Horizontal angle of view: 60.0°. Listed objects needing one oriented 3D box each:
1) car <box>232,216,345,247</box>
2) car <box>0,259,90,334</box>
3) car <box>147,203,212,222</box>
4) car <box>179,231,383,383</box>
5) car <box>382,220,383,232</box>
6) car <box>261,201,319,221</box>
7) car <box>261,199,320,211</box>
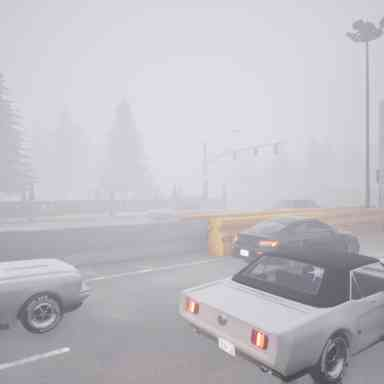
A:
[{"bbox_3d":[3.306,1.473,10.364,4.674,1.442,1.812,-1,0,-35],"label":"car"},{"bbox_3d":[-4.115,1.601,5.110,4.718,1.301,1.895,0,0,-35],"label":"car"},{"bbox_3d":[-0.907,1.512,24.734,4.718,1.301,1.895,0,0,-35],"label":"car"},{"bbox_3d":[2.237,1.576,5.323,4.718,1.301,1.895,-1,0,-35],"label":"car"},{"bbox_3d":[10.695,1.406,15.604,4.674,1.442,1.812,-1,0,-36],"label":"car"},{"bbox_3d":[7.909,1.482,26.571,4.718,1.301,1.895,-1,0,-35],"label":"car"},{"bbox_3d":[6.238,1.235,21.169,4.553,1.767,2.097,-1,0,-35],"label":"car"}]
